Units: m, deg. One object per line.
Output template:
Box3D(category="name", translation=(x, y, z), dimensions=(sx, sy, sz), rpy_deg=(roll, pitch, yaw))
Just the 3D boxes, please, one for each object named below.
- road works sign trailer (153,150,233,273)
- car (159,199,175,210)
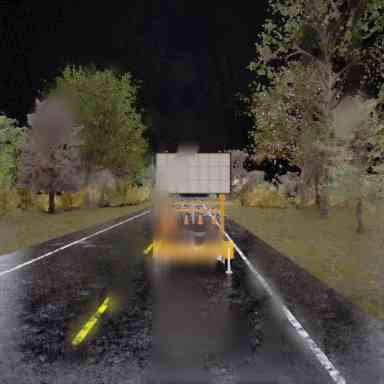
Box3D(category="road works sign trailer", translation=(0.040, 0.469, 10.645), dimensions=(2.380, 3.560, 2.880), rpy_deg=(0, 0, 0))
Box3D(category="car", translation=(-3.346, 1.607, 45.239), dimensions=(2.033, 1.411, 5.357), rpy_deg=(0, 0, 0))
